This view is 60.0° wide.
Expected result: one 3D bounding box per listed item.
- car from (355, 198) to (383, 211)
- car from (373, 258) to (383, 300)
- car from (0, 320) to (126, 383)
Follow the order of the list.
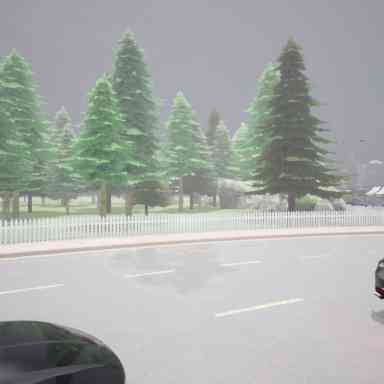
[{"bbox_3d":[19.756,1.409,35.967,2.097,1.767,4.553,0,0,-4],"label":"car"},{"bbox_3d":[5.605,1.492,6.112,4.902,1.511,2.128,0,0,-24],"label":"car"},{"bbox_3d":[-2.740,1.478,1.608,5.008,1.535,1.882,0,0,-37],"label":"car"}]
